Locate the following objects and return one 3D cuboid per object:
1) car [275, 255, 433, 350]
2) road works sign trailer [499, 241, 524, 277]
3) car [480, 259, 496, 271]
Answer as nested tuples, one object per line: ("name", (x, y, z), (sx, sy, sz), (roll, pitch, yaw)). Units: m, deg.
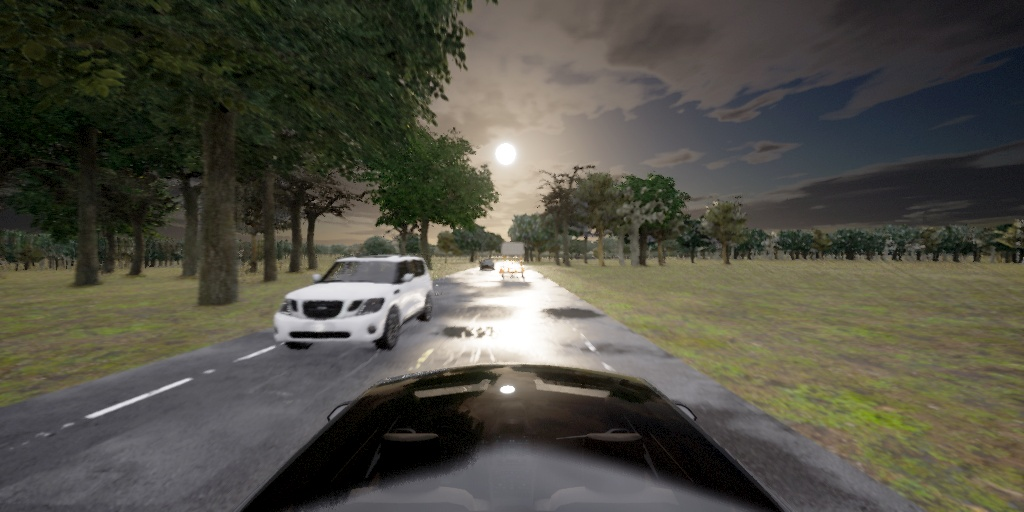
("car", (-3.601, 0.989, 9.452), (2.150, 2.045, 5.566), (0, 0, 0))
("road works sign trailer", (0.070, 0.294, 36.394), (2.380, 3.560, 2.880), (0, 0, 0))
("car", (-3.563, 1.228, 52.873), (2.097, 1.767, 4.553), (0, 0, 1))
